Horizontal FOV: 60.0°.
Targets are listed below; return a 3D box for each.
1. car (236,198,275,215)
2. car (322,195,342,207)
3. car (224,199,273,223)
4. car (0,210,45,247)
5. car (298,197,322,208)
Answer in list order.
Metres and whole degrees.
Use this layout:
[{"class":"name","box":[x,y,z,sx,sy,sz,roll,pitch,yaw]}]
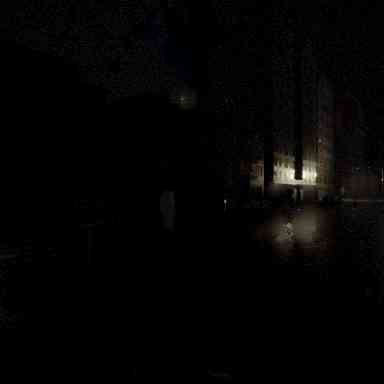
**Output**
[{"class":"car","box":[6.515,1.424,33.622,1.882,1.535,5.008,0,0,35]},{"class":"car","box":[19.955,1.241,47.481,2.097,1.767,4.553,0,0,35]},{"class":"car","box":[4.162,1.293,25.210,2.097,1.767,4.553,0,0,35]},{"class":"car","box":[-8.248,1.499,12.821,1.837,1.490,4.892,0,0,35]},{"class":"car","box":[16.746,1.477,47.881,1.994,1.385,4.181,0,0,35]}]
